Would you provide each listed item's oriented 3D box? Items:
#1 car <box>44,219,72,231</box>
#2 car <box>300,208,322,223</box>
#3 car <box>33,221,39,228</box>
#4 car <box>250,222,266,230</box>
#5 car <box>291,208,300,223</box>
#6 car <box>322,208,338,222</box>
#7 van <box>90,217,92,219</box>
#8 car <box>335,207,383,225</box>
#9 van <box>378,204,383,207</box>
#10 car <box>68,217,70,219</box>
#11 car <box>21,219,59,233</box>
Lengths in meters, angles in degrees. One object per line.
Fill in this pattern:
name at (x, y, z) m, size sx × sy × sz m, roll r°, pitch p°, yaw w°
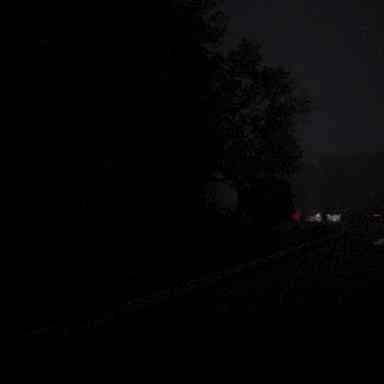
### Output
car at (-22.333, 5.868, 55.990) m, size 2.097 × 1.535 × 5.008 m, roll -5°, pitch -3°, yaw 34°
car at (16.834, 3.168, 45.294) m, size 2.185 × 1.767 × 4.553 m, roll -5°, pitch -3°, yaw 34°
car at (-24.627, 6.051, 57.545) m, size 2.231 × 1.521 × 4.892 m, roll -4°, pitch -3°, yaw 34°
car at (7.469, 3.313, 35.794) m, size 2.231 × 1.521 × 4.892 m, roll -5°, pitch -3°, yaw 34°
car at (14.511, 3.245, 46.866) m, size 2.435 × 2.045 × 5.566 m, roll -5°, pitch -3°, yaw 34°
car at (19.150, 2.965, 43.726) m, size 2.185 × 1.767 × 4.553 m, roll -5°, pitch -3°, yaw 34°
van at (-20.307, 6.209, 70.270) m, size 1.878 × 1.987 × 4.442 m, roll -4°, pitch -3°, yaw 34°
car at (18.727, 2.762, 36.541) m, size 2.128 × 1.511 × 4.902 m, roll -2°, pitch -3°, yaw -20°
van at (23.822, 2.461, 40.667) m, size 1.878 × 1.987 × 4.442 m, roll -5°, pitch -3°, yaw 34°
car at (-27.175, 6.728, 75.097) m, size 2.435 × 2.045 × 5.566 m, roll -4°, pitch -3°, yaw 34°
car at (-26.919, 5.978, 59.128) m, size 2.435 × 2.045 × 5.566 m, roll -4°, pitch -3°, yaw 34°
